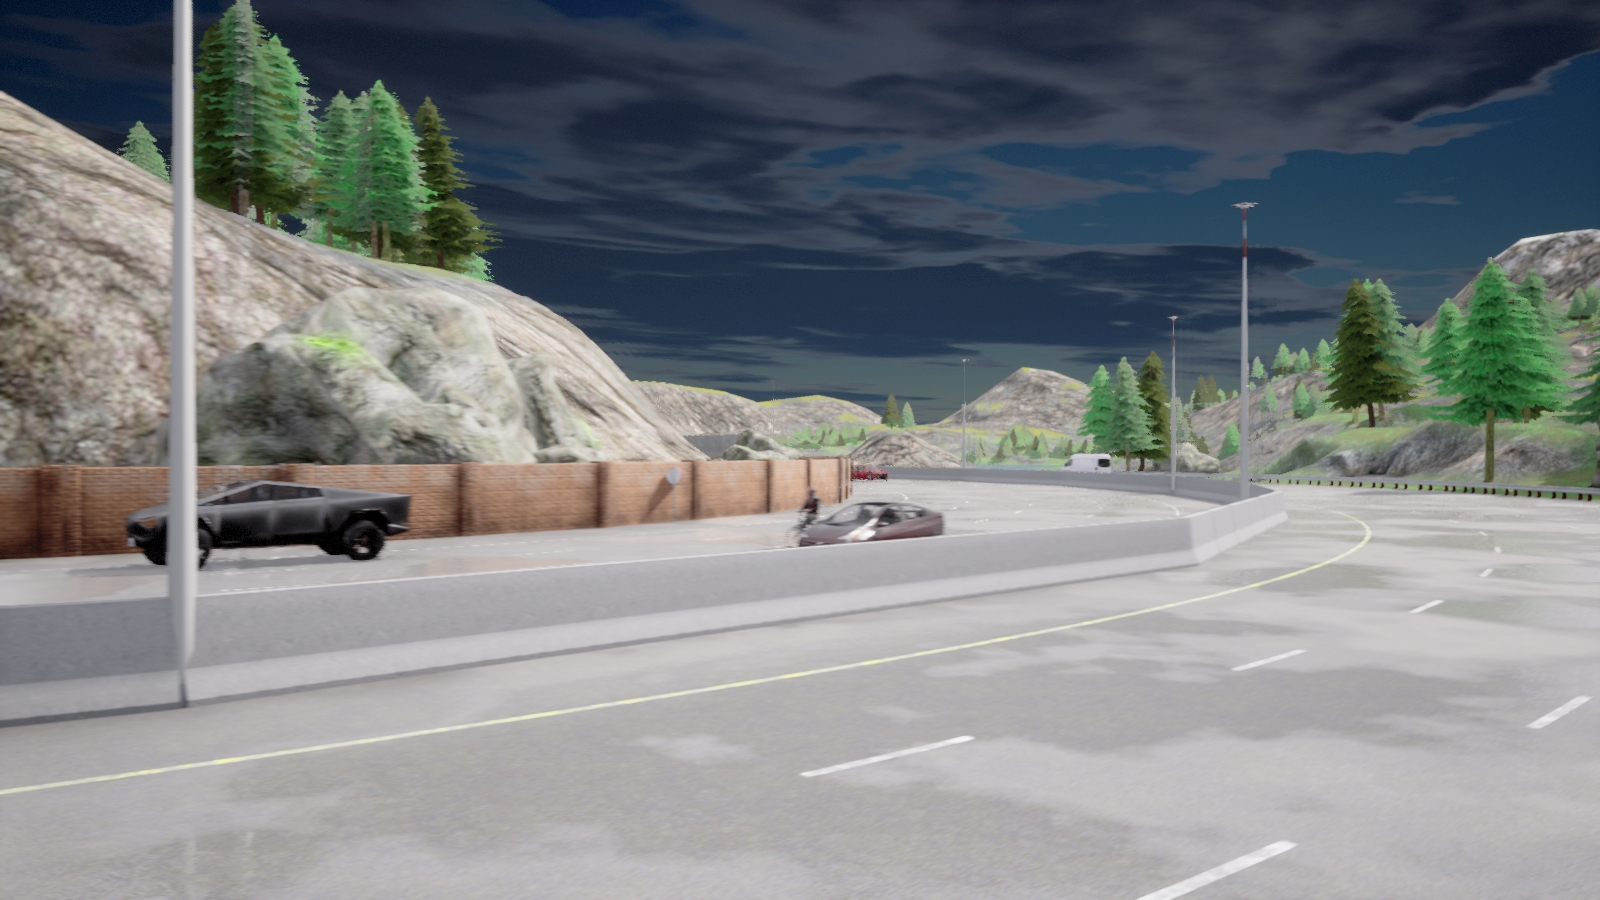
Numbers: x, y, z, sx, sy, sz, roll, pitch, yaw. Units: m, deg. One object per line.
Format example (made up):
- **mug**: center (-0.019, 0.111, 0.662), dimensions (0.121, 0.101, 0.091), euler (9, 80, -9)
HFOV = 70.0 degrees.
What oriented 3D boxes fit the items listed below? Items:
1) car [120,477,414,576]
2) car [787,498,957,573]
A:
- **car**: center (-13.213, 1.795, 28.634), dimensions (6.274, 2.098, 2.390), euler (0, 0, -41)
- **car**: center (1.898, 2.078, 28.766), dimensions (2.007, 1.525, 4.514), euler (0, 0, 40)
